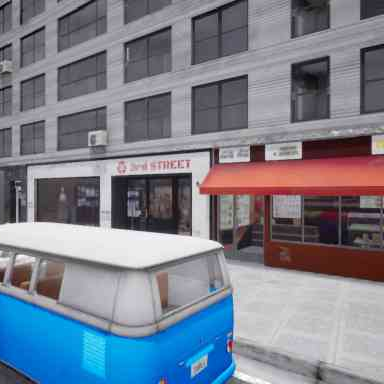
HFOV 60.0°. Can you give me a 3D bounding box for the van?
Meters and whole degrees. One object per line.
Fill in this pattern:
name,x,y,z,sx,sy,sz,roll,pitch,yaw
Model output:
van,-1.434,1.341,4.110,3.998,1.788,1.690,0,0,36
